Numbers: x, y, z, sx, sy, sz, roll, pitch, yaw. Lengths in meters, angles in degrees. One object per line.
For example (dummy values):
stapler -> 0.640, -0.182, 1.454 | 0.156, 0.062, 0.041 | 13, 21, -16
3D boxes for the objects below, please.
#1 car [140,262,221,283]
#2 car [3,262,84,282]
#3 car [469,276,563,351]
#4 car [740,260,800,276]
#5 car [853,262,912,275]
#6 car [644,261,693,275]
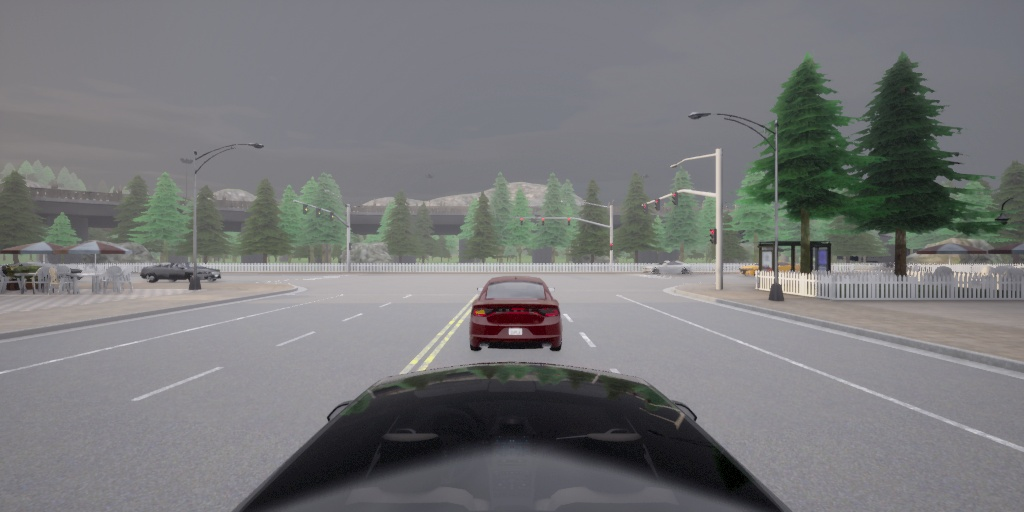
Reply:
car -> -24.146, 1.186, 26.259 | 4.902, 1.511, 2.128 | 0, 0, -2
car -> -34.535, 1.172, 26.171 | 5.008, 1.535, 1.882 | 0, 0, -3
car -> 0.100, 1.228, 9.014 | 1.882, 1.535, 5.008 | 0, 0, 1
car -> 23.804, 1.172, 33.148 | 5.008, 1.535, 1.882 | 0, 0, 1
car -> 37.615, 1.295, 36.243 | 4.718, 1.301, 1.895 | 0, 0, 5
car -> 15.990, 1.220, 36.723 | 4.674, 1.442, 1.812 | 0, 0, 1
